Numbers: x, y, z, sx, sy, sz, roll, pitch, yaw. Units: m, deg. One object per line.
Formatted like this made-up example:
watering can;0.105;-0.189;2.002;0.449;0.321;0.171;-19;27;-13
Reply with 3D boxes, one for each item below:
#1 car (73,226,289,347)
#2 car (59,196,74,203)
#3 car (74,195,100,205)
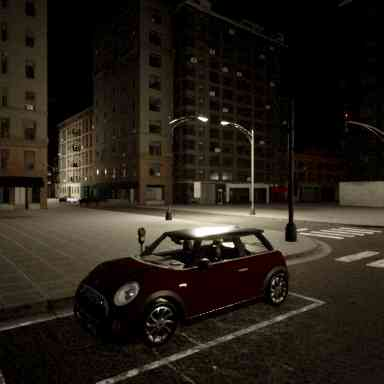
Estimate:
car;-0.052;1.440;6.265;4.097;1.590;1.967;0;0;-38
car;-22.165;1.275;59.248;1.895;1.301;4.718;0;0;-39
car;-15.842;1.221;51.149;2.128;1.511;4.902;0;0;-38
